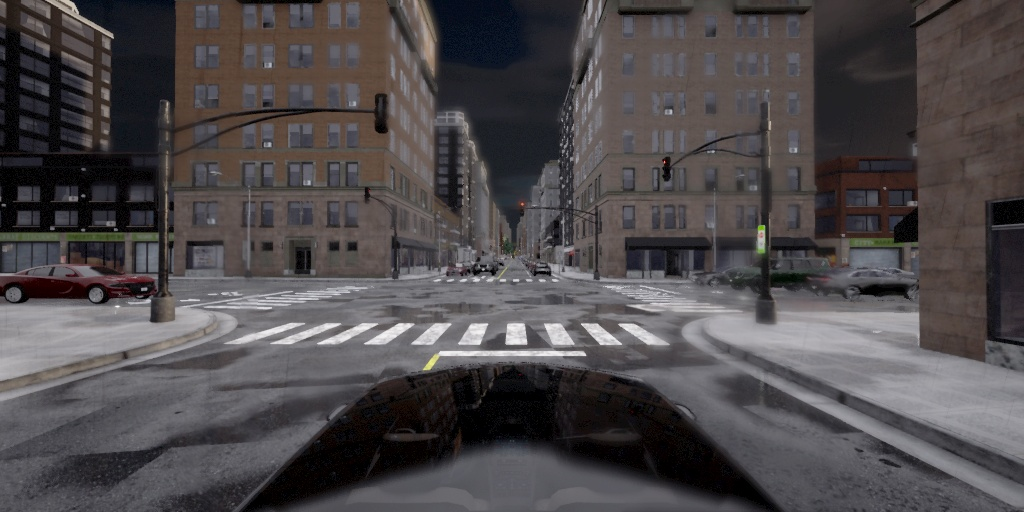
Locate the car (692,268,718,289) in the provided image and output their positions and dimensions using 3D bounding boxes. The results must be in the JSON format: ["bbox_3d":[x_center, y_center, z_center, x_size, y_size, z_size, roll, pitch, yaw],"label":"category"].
[{"bbox_3d":[14.826,1.402,24.277,4.902,1.511,2.128,0,-1,2],"label":"car"}]

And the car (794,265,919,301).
[{"bbox_3d":[17.256,1.352,17.569,4.902,1.511,2.128,0,-1,0],"label":"car"}]

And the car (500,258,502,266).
[{"bbox_3d":[-2.654,1.256,48.281,1.837,1.490,4.892,0,1,1],"label":"car"}]

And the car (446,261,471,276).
[{"bbox_3d":[-5.558,1.336,36.352,1.802,1.307,4.207,0,0,1],"label":"car"}]

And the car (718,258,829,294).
[{"bbox_3d":[15.615,1.105,21.029,5.566,2.045,2.150,0,-1,0],"label":"car"}]

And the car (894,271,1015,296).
[{"bbox_3d":[25.718,1.551,20.963,4.718,1.301,1.895,0,-1,0],"label":"car"}]

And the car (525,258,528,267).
[{"bbox_3d":[3.103,1.303,47.311,2.007,1.370,4.403,0,0,1],"label":"car"}]

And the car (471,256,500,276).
[{"bbox_3d":[-2.782,0.976,37.858,2.150,2.045,5.566,0,0,1],"label":"car"}]

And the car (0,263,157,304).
[{"bbox_3d":[-17.440,1.062,14.537,5.008,1.535,1.882,0,-1,-1],"label":"car"}]

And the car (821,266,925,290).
[{"bbox_3d":[24.231,1.464,24.219,4.902,1.511,2.128,0,-1,0],"label":"car"}]

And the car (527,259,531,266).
[{"bbox_3d":[3.035,1.298,41.781,1.888,1.381,4.507,0,0,1],"label":"car"}]

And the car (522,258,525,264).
[{"bbox_3d":[3.307,1.316,63.902,1.948,1.339,4.313,0,0,1],"label":"car"}]

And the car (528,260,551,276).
[{"bbox_3d":[2.967,1.319,36.251,1.948,1.339,4.313,0,0,1],"label":"car"}]
